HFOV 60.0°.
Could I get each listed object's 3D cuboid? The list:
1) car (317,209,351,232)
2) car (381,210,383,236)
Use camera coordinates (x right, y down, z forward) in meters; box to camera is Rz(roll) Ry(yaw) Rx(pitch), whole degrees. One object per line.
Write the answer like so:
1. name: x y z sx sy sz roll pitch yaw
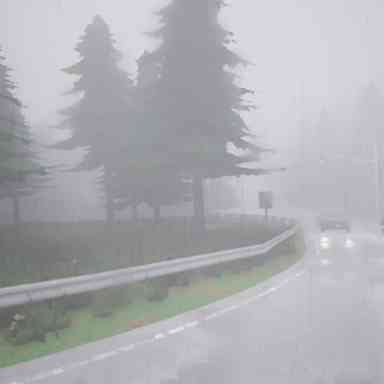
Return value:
1. car: 10.054 2.011 23.814 1.837 1.490 4.892 -2 -2 16
2. car: 11.268 1.431 16.834 2.150 2.045 5.566 -2 -2 18
